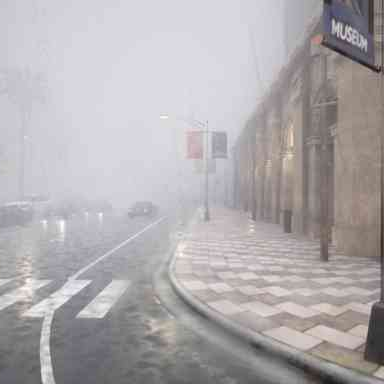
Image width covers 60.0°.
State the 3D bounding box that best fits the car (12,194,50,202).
[{"bbox_3d":[-14.804,1.221,30.413,2.150,2.045,5.566,0,0,2],"label":"car"}]

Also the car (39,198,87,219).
[{"bbox_3d":[-11.331,1.526,29.536,1.812,1.442,4.674,0,0,2],"label":"car"}]

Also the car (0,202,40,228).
[{"bbox_3d":[-11.661,1.547,20.113,2.033,1.411,5.357,0,0,2],"label":"car"}]

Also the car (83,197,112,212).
[{"bbox_3d":[-10.918,1.526,39.417,1.812,1.442,4.674,0,0,2],"label":"car"}]

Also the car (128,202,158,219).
[{"bbox_3d":[-4.249,1.550,29.280,2.033,1.411,5.357,0,0,2],"label":"car"}]

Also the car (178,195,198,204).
[{"bbox_3d":[-0.720,1.340,62.657,2.097,1.767,4.553,1,1,30],"label":"car"}]
